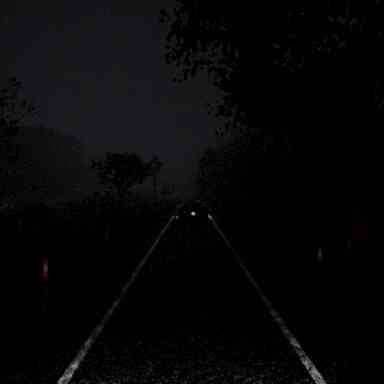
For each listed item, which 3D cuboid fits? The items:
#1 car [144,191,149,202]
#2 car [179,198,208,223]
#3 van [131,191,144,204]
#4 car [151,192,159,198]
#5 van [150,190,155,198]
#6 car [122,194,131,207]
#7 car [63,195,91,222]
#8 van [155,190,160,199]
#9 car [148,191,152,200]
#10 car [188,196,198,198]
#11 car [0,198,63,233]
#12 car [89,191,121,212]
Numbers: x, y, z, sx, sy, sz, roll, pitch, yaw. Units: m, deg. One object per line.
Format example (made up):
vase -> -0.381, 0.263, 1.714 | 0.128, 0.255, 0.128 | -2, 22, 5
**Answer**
car -> -9.119, 0.994, 56.328 | 2.231, 1.521, 4.892 | 0, -1, -2
car -> 0.081, 1.356, 23.495 | 1.994, 1.385, 4.181 | 0, 1, 0
van -> -9.113, 0.816, 50.642 | 1.878, 1.987, 4.442 | 0, 0, 2
car -> -9.941, 0.871, 89.538 | 2.002, 1.452, 4.674 | 0, -1, -5
van -> -9.145, 0.712, 68.350 | 1.878, 1.987, 4.442 | 0, -1, -3
car -> -9.086, 1.131, 39.672 | 2.002, 1.452, 4.674 | 0, 0, 0
car -> -9.053, 1.158, 23.043 | 2.097, 1.535, 5.008 | 0, 0, 2
van -> -9.318, 0.664, 78.300 | 1.878, 1.987, 4.442 | 0, -1, -2
car -> -9.130, 0.998, 61.839 | 2.163, 1.488, 4.792 | 0, -1, -2
car -> 0.067, 1.221, 40.209 | 1.994, 1.385, 4.181 | 0, 0, 0
car -> -9.042, 1.202, 17.495 | 2.097, 1.535, 5.008 | 0, 0, 2
car -> -9.072, 0.886, 32.926 | 2.435, 2.045, 5.566 | 0, 0, 1
